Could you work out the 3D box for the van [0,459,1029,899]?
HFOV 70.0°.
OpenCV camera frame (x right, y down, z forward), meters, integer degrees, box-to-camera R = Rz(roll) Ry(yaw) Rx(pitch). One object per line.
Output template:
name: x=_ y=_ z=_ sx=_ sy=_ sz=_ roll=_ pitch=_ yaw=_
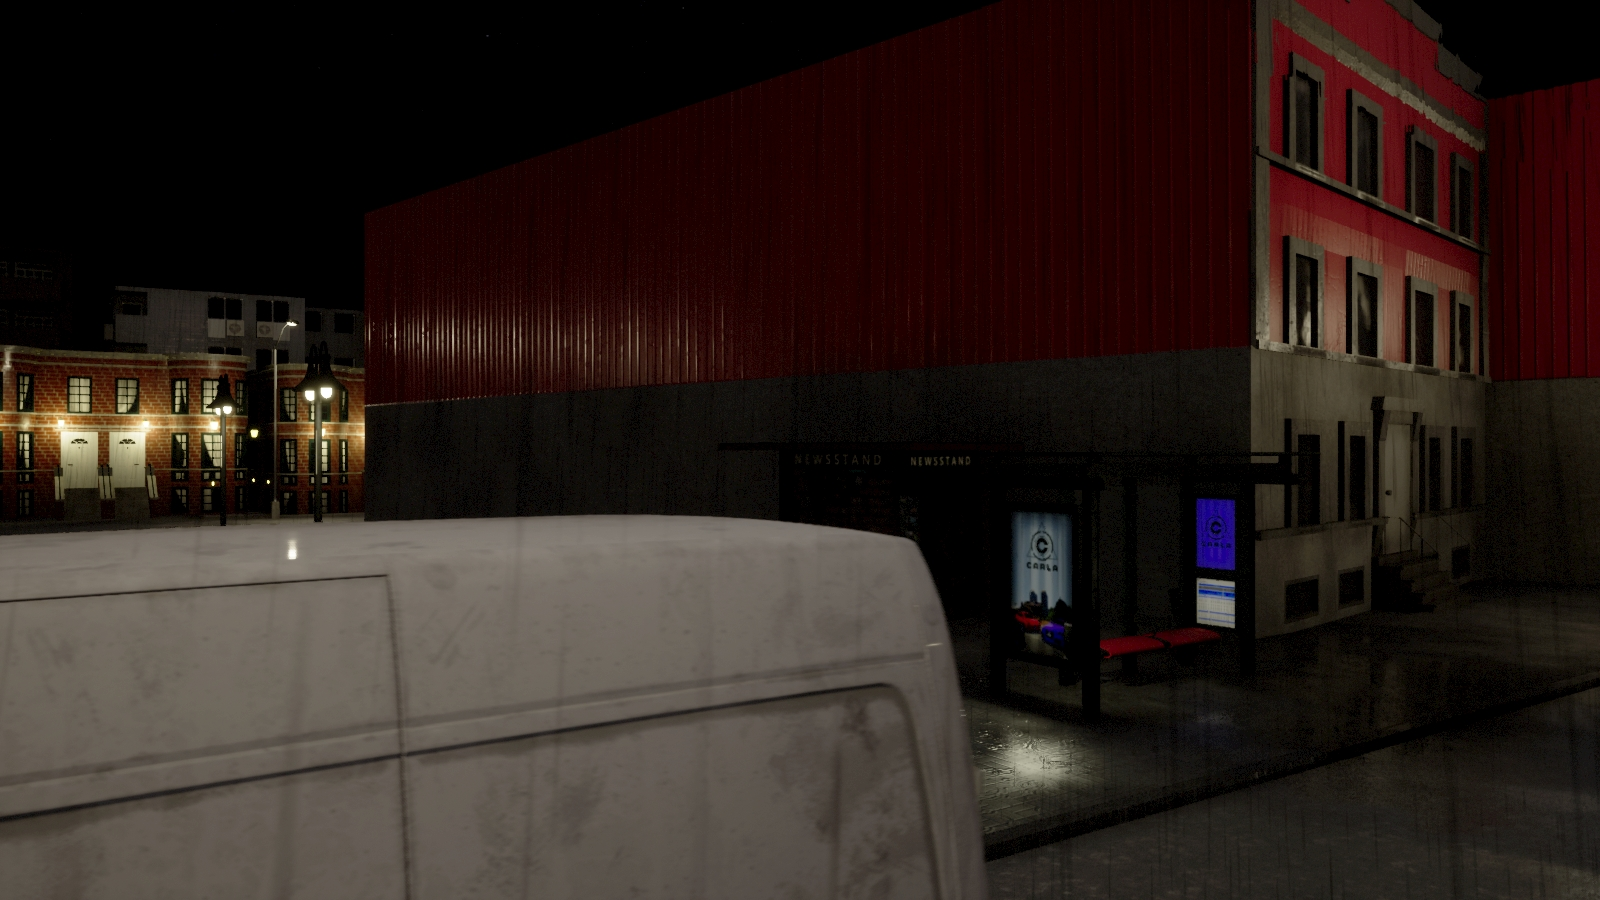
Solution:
van: x=-2.247 y=1.315 z=2.836 sx=5.915 sy=2.561 sz=1.988 roll=0 pitch=0 yaw=-35
